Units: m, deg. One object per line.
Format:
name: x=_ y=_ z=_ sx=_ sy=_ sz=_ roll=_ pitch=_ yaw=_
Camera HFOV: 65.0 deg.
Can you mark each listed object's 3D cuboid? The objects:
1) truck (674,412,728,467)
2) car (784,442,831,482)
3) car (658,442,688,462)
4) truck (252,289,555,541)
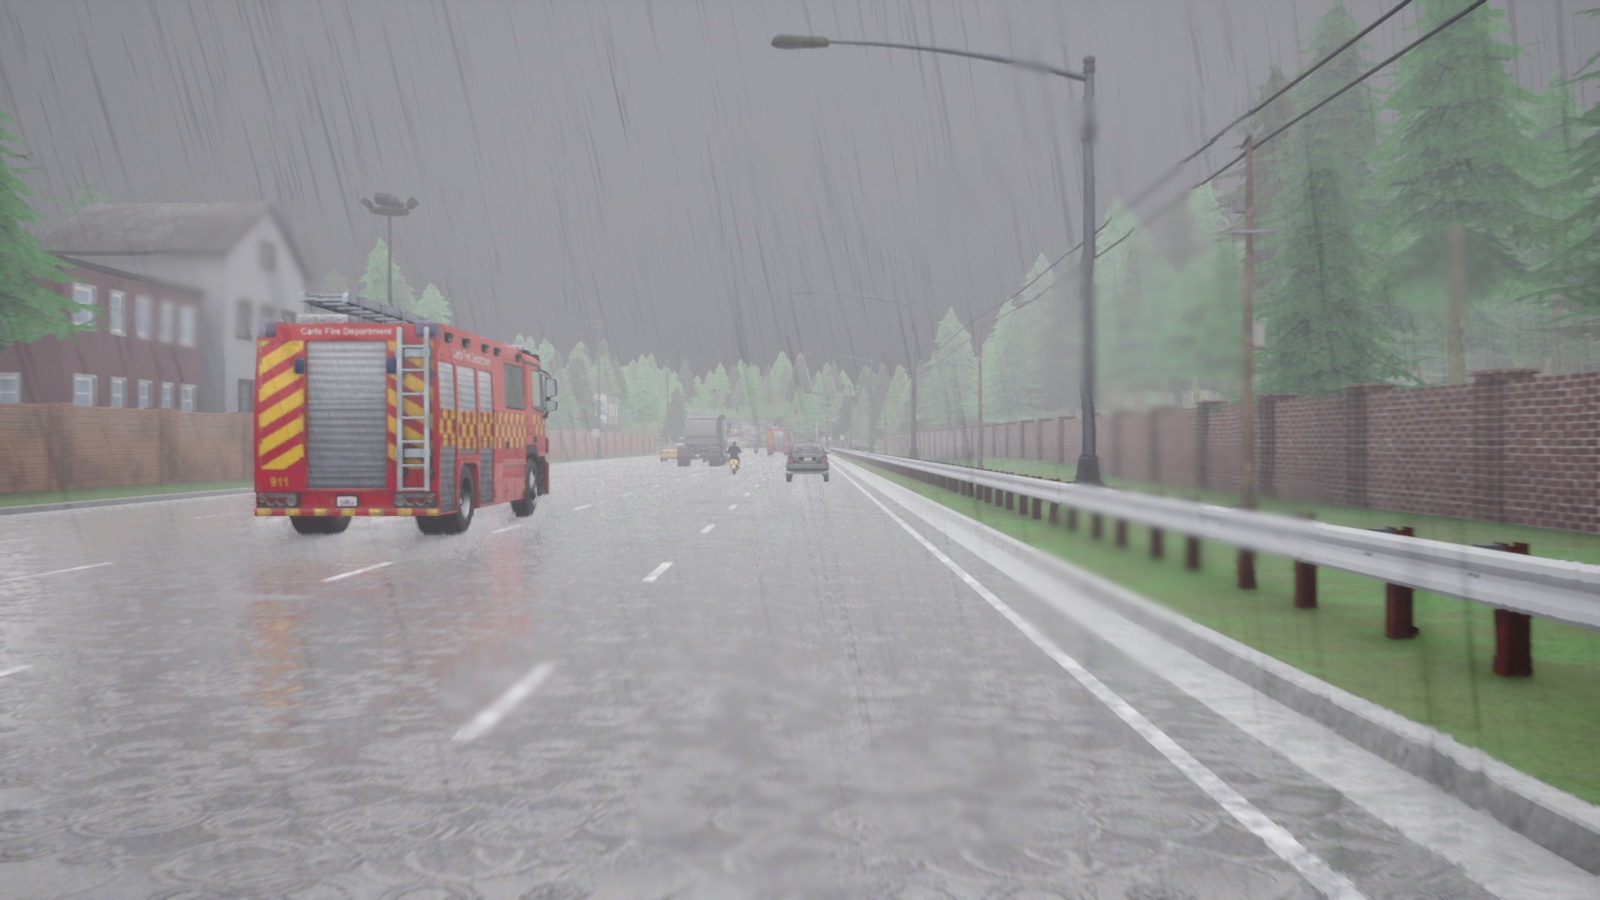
truck: x=-6.509 y=-0.702 z=83.656 sx=2.891 sy=3.462 sz=7.936 roll=0 pitch=0 yaw=0
car: x=0.300 y=0.449 z=50.101 sx=1.789 sy=1.549 sz=3.705 roll=0 pitch=0 yaw=0
car: x=-9.926 y=0.135 z=98.363 sx=1.801 sy=1.575 sz=5.366 roll=0 pitch=0 yaw=0
truck: x=-6.851 y=-0.552 z=23.310 sx=2.891 sy=3.827 sz=8.468 roll=0 pitch=0 yaw=0
